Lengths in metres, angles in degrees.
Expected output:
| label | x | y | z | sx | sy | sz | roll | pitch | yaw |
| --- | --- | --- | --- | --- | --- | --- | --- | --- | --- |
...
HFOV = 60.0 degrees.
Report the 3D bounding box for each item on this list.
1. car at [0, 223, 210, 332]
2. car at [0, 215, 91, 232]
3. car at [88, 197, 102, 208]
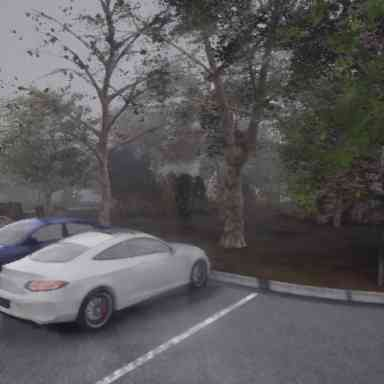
| label | x | y | z | sx | sy | sz | roll | pitch | yaw |
| --- | --- | --- | --- | --- | --- | --- | --- | --- | --- |
| car | -1.455 | 1.489 | 6.852 | 2.002 | 1.452 | 4.674 | 0 | 0 | 36 |
| car | -4.013 | 1.429 | 8.687 | 2.097 | 1.535 | 5.008 | 0 | 0 | 36 |
| car | -9.906 | 1.089 | 39.020 | 1.812 | 1.442 | 4.674 | -3 | -1 | 35 |
